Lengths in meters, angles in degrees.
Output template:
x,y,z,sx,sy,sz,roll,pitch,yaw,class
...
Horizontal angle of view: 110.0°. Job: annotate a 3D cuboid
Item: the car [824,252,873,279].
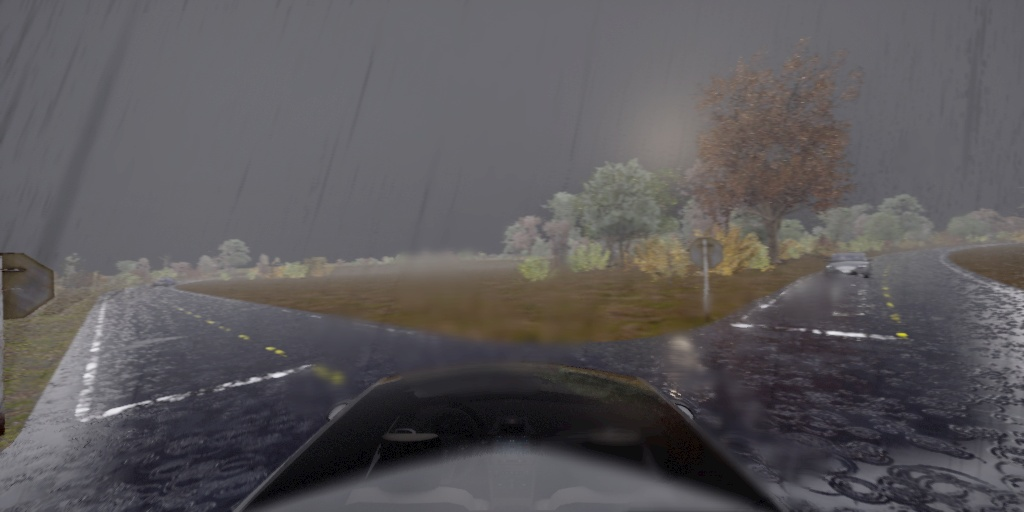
x,y,z,sx,sy,sz,roll,pitch,yaw,class
20.110,0.515,21.410,4.902,1.511,2.128,-2,-1,-44,car
